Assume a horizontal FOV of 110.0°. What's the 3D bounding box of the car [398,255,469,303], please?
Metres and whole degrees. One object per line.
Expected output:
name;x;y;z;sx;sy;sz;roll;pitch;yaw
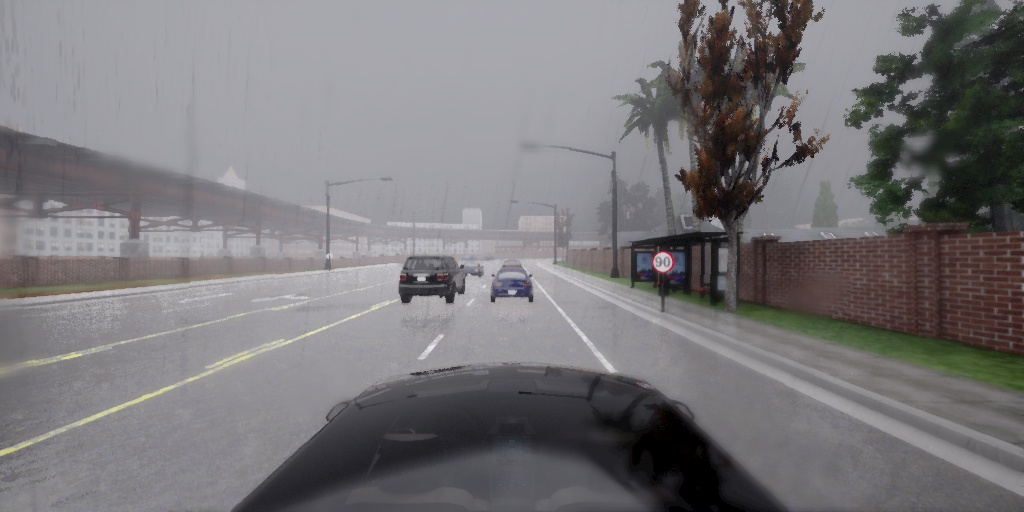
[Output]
car;-3.500;0.972;16.527;2.150;2.045;5.566;0;0;0

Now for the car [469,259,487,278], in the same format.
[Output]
car;-3.500;1.211;31.526;1.895;1.301;4.718;0;1;0

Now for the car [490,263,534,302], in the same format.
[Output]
car;0.000;1.249;16.497;1.812;1.442;4.674;0;0;0

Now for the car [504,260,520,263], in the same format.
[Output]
car;0.000;1.080;31.494;1.882;1.535;5.008;0;1;0
